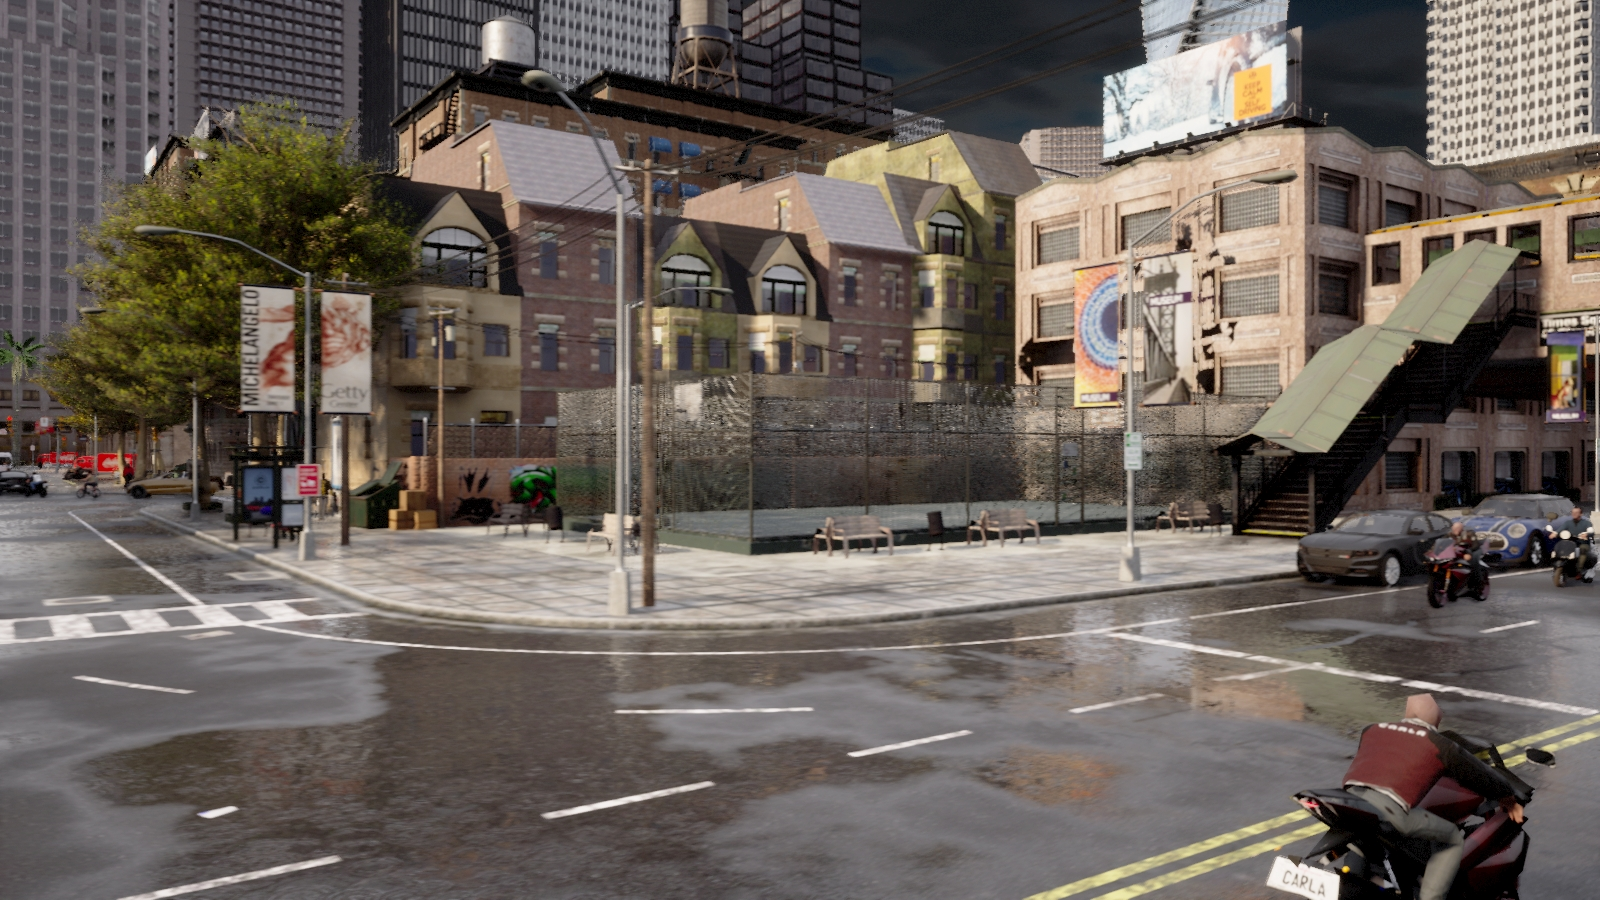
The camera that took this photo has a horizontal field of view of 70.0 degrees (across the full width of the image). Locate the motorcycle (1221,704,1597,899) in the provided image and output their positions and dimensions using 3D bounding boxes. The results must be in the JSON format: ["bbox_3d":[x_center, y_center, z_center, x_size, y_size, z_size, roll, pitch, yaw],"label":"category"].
[{"bbox_3d":[3.302,2.205,6.104,2.209,1.251,0.867,0,0,-35],"label":"motorcycle"}]

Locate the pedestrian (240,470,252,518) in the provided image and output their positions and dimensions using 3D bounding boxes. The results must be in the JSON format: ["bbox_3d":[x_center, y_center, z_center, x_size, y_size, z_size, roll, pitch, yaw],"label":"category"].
[{"bbox_3d":[-21.512,1.699,44.402,0.375,1.860,0.375,0,0,-33],"label":"pedestrian"}]

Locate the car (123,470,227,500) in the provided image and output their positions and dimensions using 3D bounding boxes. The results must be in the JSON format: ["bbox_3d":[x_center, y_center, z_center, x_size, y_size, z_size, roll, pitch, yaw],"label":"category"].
[{"bbox_3d":[-36.320,1.992,66.547,5.027,1.651,2.152,0,0,-18],"label":"car"}]

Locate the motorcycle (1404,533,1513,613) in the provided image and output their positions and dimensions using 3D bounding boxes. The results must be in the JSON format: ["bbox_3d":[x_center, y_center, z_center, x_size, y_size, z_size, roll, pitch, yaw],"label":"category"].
[{"bbox_3d":[11.986,2.205,20.773,2.209,1.251,0.867,0,0,-35],"label":"motorcycle"}]

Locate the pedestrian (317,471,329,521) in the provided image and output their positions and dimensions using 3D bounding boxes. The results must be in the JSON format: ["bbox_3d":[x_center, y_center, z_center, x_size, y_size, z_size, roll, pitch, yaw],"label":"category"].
[{"bbox_3d":[-17.645,1.696,42.285,0.375,1.860,0.375,0,0,-29],"label":"pedestrian"}]

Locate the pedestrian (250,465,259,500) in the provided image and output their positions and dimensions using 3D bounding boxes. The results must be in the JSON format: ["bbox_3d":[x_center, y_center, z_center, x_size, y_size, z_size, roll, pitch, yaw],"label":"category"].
[{"bbox_3d":[-28.517,1.696,59.690,0.375,1.860,0.375,0,0,-19],"label":"pedestrian"}]
